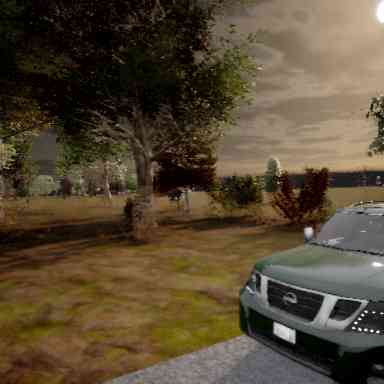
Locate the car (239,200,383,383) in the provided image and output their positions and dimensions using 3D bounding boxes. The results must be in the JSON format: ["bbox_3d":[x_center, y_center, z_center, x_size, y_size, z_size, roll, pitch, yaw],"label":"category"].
[{"bbox_3d":[3.307,1.188,5.264,5.566,2.045,2.150,-1,1,-34],"label":"car"}]
